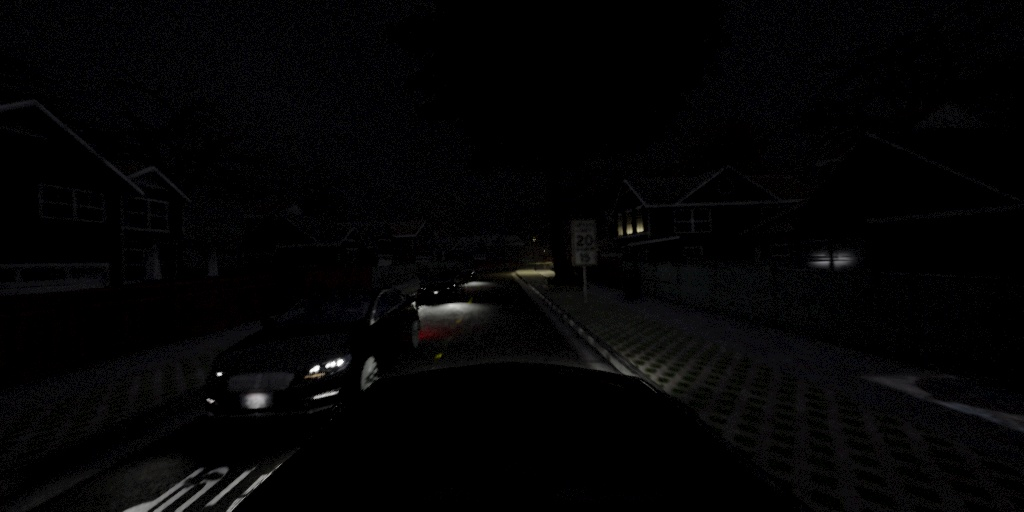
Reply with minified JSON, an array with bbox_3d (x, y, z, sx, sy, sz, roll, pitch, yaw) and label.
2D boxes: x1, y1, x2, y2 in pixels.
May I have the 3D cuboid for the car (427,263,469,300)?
[{"bbox_3d":[-3.452,1.333,18.144,1.837,1.490,4.892,-2,1,-2],"label":"car"}]

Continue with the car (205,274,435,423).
[{"bbox_3d":[-2.951,1.328,6.428,2.128,1.511,4.902,-2,0,-3],"label":"car"}]

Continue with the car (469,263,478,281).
[{"bbox_3d":[-3.958,1.329,30.730,1.837,1.490,4.892,-2,0,-2],"label":"car"}]
